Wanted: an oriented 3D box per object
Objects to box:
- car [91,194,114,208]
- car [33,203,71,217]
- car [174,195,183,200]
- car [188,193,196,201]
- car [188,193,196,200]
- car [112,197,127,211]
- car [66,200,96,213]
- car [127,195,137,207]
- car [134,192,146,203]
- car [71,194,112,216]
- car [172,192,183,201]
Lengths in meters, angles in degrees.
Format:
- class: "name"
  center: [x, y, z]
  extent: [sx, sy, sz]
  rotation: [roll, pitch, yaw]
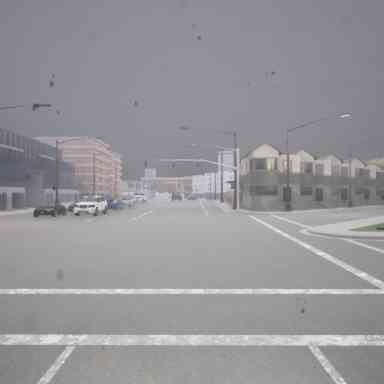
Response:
- class: "car"
  center: [-14.131, 1.341, 52.724]
  extent: [2.150, 2.045, 5.566]
  rotation: [0, 1, 0]
- class: "car"
  center: [-14.125, 1.751, 33.308]
  extent: [1.994, 1.385, 4.181]
  rotation: [0, 0, 0]
- class: "car"
  center: [-3.566, 1.477, 87.771]
  extent: [2.128, 1.511, 4.902]
  rotation: [0, -2, 0]
- class: "car"
  center: [-0.058, 1.419, 77.792]
  extent: [1.895, 1.301, 4.718]
  rotation: [0, -1, 0]
- class: "car"
  center: [-0.066, 1.138, 87.751]
  extent: [2.097, 1.767, 4.553]
  rotation: [0, -2, 0]
- class: "car"
  center: [-10.631, 1.675, 45.052]
  extent: [1.882, 1.535, 5.008]
  rotation: [0, 0, 0]
- class: "car"
  center: [-14.131, 1.762, 42.543]
  extent: [2.033, 1.411, 5.357]
  rotation: [0, 0, 0]
- class: "car"
  center: [-10.631, 1.624, 54.136]
  extent: [1.812, 1.442, 4.674]
  rotation: [0, 1, 0]
- class: "car"
  center: [-10.569, 1.097, 66.988]
  extent: [2.150, 2.045, 5.566]
  rotation: [0, 0, 0]
- class: "car"
  center: [-10.625, 1.417, 35.315]
  extent: [2.150, 2.045, 5.566]
  rotation: [0, 0, 1]
- class: "car"
  center: [-3.557, 1.050, 77.078]
  extent: [2.150, 2.045, 5.566]
  rotation: [0, 0, 0]
